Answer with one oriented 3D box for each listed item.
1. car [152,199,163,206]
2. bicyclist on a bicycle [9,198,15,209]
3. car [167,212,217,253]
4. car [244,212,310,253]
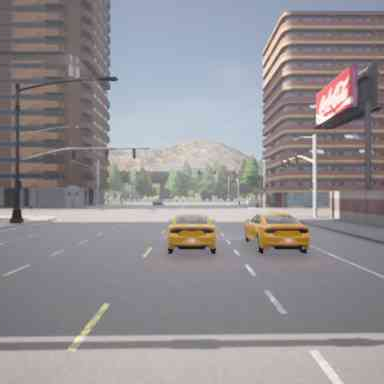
[{"bbox_3d":[-7.025,2.108,68.489,1.882,1.535,5.008,0,0,0],"label":"car"},{"bbox_3d":[-28.023,1.777,51.754,0.582,1.620,1.656,0,0,0],"label":"bicyclist on a bicycle"},{"bbox_3d":[0.000,1.612,14.475,1.882,1.535,5.008,0,0,0],"label":"car"},{"bbox_3d":[3.500,1.612,14.473,1.882,1.535,5.008,0,0,0],"label":"car"}]
